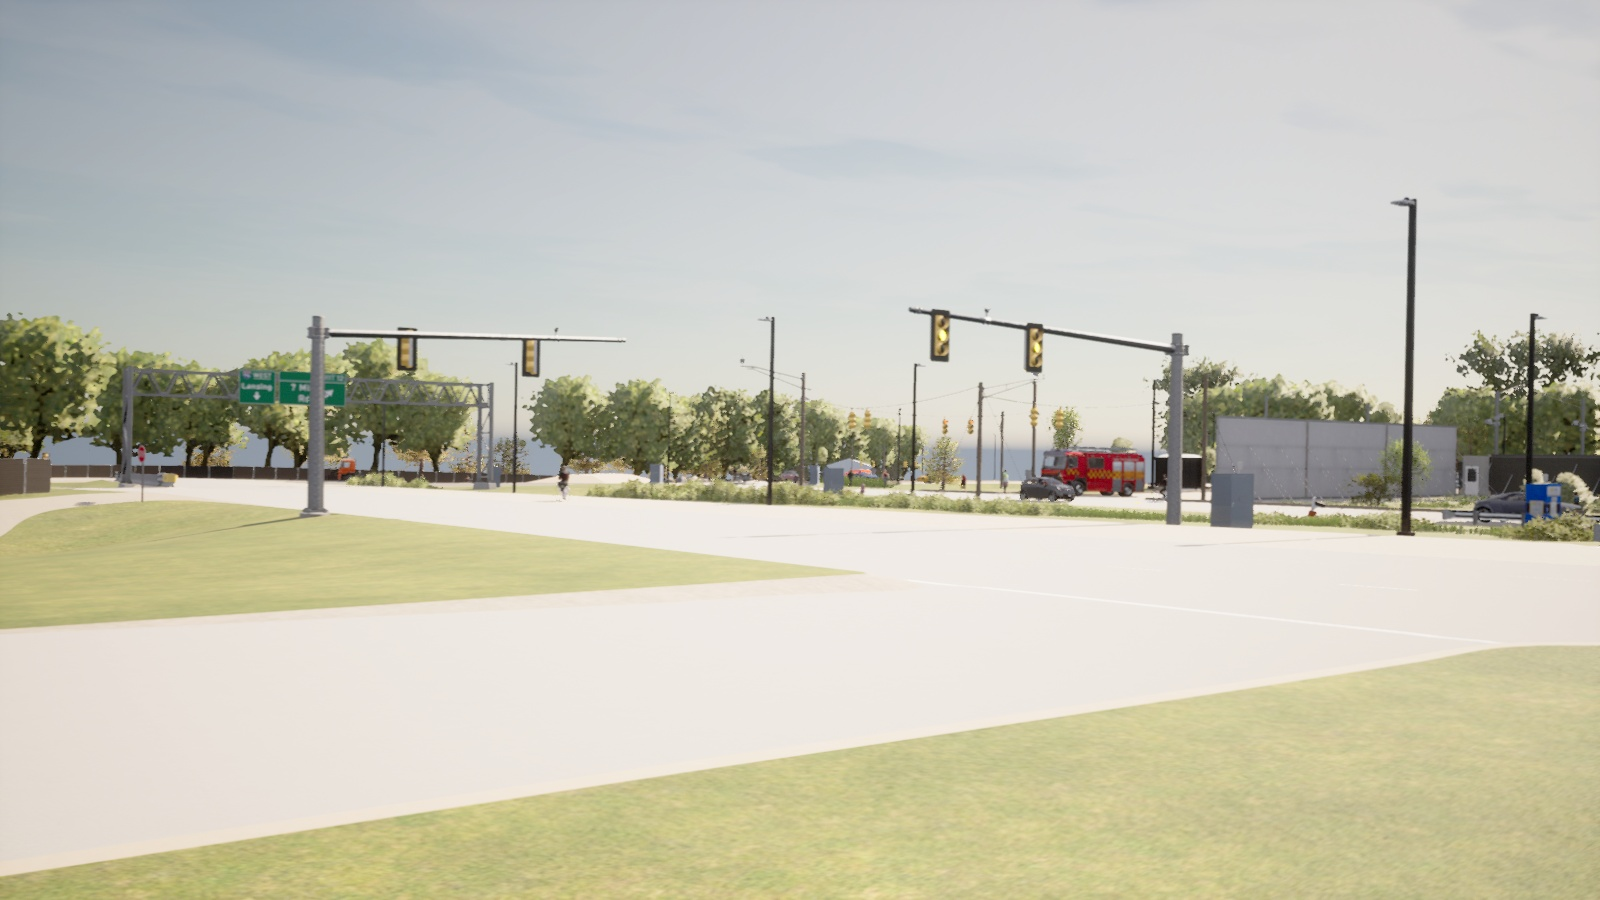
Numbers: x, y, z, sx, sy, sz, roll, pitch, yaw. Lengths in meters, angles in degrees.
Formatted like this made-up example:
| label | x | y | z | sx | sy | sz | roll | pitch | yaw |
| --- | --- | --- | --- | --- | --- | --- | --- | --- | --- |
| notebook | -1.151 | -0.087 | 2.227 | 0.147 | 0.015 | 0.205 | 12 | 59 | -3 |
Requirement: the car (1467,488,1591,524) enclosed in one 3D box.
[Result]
| label | x | y | z | sx | sy | sz | roll | pitch | yaw |
| --- | --- | --- | --- | --- | --- | --- | --- | --- | --- |
| car | 31.446 | 2.367 | 54.248 | 1.994 | 1.385 | 4.181 | 1 | -1 | -35 |

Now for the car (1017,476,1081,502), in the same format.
| label | x | y | z | sx | sy | sz | roll | pitch | yaw |
| --- | --- | --- | --- | --- | --- | --- | --- | --- | --- |
| car | 15.423 | 2.406 | 77.860 | 1.845 | 1.501 | 3.633 | 1 | 0 | -34 |
